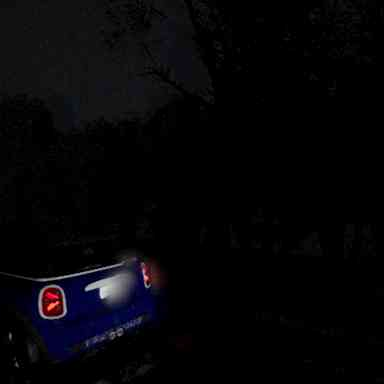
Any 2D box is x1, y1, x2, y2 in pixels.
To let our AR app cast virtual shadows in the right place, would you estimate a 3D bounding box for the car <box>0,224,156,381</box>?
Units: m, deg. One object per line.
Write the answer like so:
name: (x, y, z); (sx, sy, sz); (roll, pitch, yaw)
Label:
car: (-2.846, 1.358, 5.716); (4.553, 1.767, 2.097); (0, 0, 36)
